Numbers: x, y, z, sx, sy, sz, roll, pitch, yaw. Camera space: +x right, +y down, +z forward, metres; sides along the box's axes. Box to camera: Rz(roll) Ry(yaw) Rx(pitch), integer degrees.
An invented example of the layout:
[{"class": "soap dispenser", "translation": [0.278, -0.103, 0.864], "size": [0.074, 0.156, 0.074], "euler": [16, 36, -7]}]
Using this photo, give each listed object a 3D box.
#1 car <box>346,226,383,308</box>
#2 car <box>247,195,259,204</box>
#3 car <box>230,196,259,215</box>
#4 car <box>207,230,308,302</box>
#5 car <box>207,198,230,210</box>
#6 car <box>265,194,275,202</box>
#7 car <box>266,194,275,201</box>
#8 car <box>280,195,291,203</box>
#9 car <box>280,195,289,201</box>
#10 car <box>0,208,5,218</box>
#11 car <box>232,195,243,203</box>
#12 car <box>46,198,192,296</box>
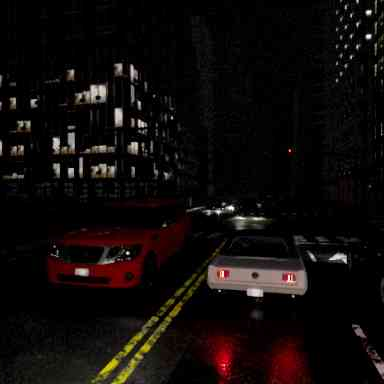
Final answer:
[{"class": "car", "translation": [4.861, 1.501, 7.474], "size": [1.837, 1.490, 4.892], "euler": [0, 0, 13]}, {"class": "car", "translation": [12.057, 1.442, 65.758], "size": [2.128, 1.511, 4.902], "euler": [0, 0, 14]}, {"class": "car", "translation": [5.302, 1.403, 33.009], "size": [1.882, 1.535, 5.008], "euler": [1, -1, -1]}, {"class": "car", "translation": [1.735, 1.597, 8.385], "size": [1.895, 1.301, 4.718], "euler": [0, 0, 14]}, {"class": "car", "translation": [3.262, 1.523, 43.211], "size": [2.033, 1.411, 5.357], "euler": [0, 0, 13]}, {"class": "car", "translation": [16.638, 1.529, 70.818], "size": [1.895, 1.301, 4.718], "euler": [0, 0, 13]}, {"class": "car", "translation": [18.952, 1.285, 80.516], "size": [2.128, 1.511, 4.902], "euler": [0, 0, 13]}, {"class": "car", "translation": [19.696, 1.473, 69.628], "size": [2.033, 1.411, 5.357], "euler": [0, 0, 13]}, {"class": "car", "translation": [22.121, 1.354, 79.790], "size": [1.895, 1.301, 4.718], "euler": [0, 0, 13]}, {"class": "car", "translation": [-17.239, 1.434, 26.771], "size": [4.313, 1.339, 1.947], "euler": [1, 1, 15]}, {"class": "car", "translation": [9.412, 1.449, 68.548], "size": [1.837, 1.490, 4.892], "euler": [0, 1, 14]}, {"class": "car", "translation": [-1.515, 1.221, 9.189], "size": [2.150, 2.045, 5.566], "euler": [0, 0, 13]}]
